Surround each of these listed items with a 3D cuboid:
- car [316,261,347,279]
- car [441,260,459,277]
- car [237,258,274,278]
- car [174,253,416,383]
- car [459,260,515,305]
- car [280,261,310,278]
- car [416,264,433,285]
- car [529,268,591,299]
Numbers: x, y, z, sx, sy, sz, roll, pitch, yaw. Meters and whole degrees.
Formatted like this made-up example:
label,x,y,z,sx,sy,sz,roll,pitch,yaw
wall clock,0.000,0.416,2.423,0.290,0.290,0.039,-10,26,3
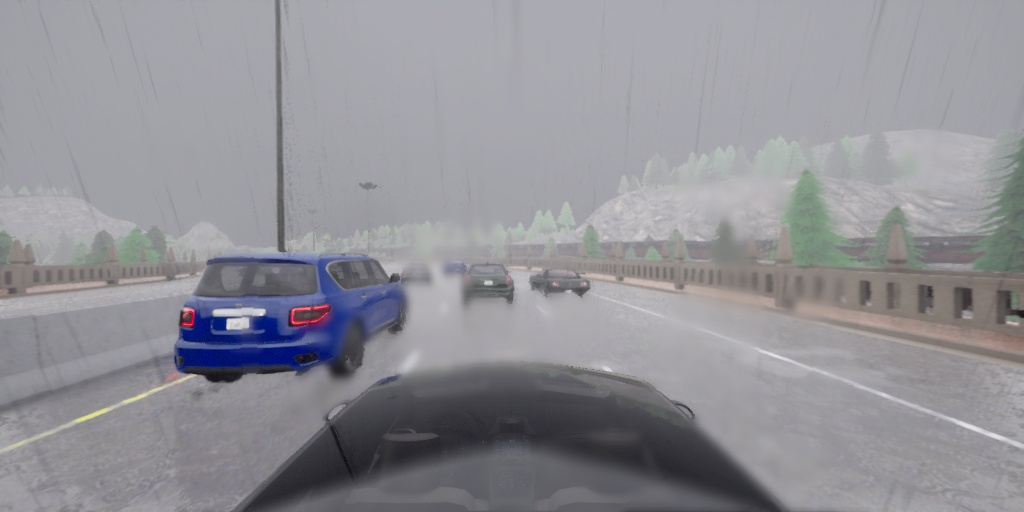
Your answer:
label,x,y,z,sx,sy,sz,roll,pitch,yaw
car,-16.596,1.258,33.250,2.033,1.411,5.357,-1,0,-21
car,-5.393,1.091,33.461,1.882,1.535,5.008,0,0,-18
car,-24.931,1.133,35.019,2.097,1.767,4.553,-1,0,-24
car,-3.708,0.962,7.322,2.150,2.045,5.566,0,0,-4
car,-1.154,1.032,15.811,2.097,1.767,4.553,0,0,-8
car,-21.169,1.250,35.164,1.837,1.490,4.892,0,0,-23
car,-6.565,1.233,25.050,1.994,1.385,4.181,0,0,-13
car,2.148,1.249,17.598,1.895,1.301,4.718,0,0,-9
